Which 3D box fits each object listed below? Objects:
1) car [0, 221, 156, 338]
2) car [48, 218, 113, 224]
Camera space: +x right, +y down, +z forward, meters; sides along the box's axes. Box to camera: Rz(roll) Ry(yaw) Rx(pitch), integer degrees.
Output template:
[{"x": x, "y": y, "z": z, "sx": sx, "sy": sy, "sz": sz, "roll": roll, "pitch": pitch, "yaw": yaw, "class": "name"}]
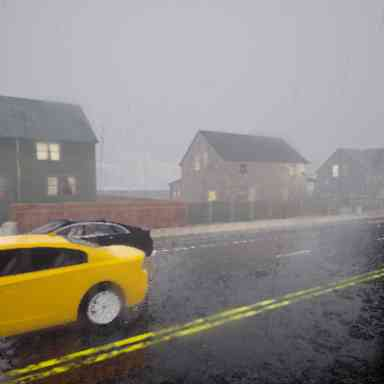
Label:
[{"x": -3.151, "y": 1.479, "z": 5.415, "sx": 5.008, "sy": 1.535, "sz": 1.882, "roll": 0, "pitch": 0, "yaw": -35, "class": "car"}, {"x": -3.391, "y": 1.497, "z": 9.230, "sx": 4.902, "sy": 1.511, "sz": 2.128, "roll": 0, "pitch": 0, "yaw": -35, "class": "car"}]
